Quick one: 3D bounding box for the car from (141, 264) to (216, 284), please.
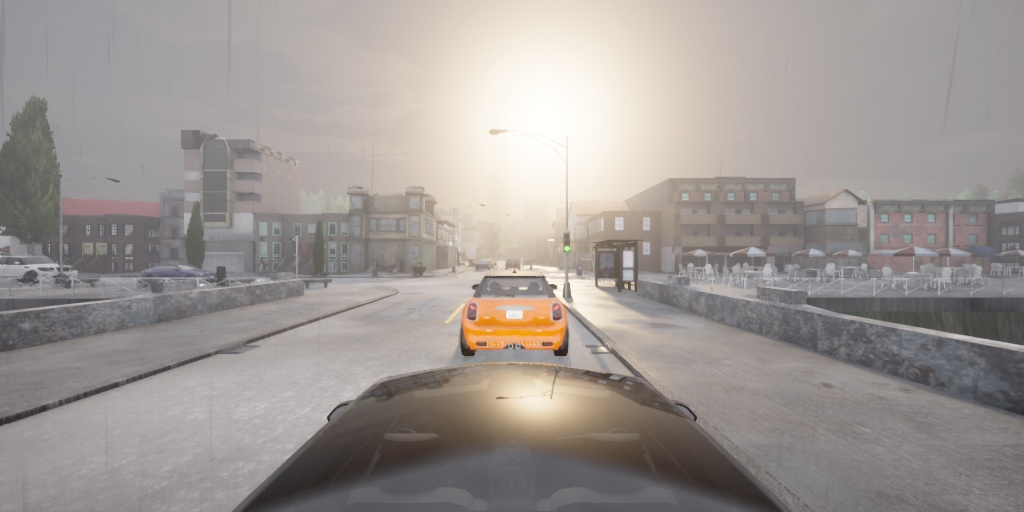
[{"bbox_3d":[-24.220,1.275,26.154,4.674,1.442,1.812,0,0,0],"label":"car"}]

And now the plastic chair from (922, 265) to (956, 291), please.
[{"bbox_3d":[23.702,1.279,19.896,0.750,1.272,0.730,0,0,0],"label":"plastic chair"}]

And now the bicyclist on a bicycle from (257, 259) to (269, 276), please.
[{"bbox_3d":[-24.013,1.097,34.550,0.582,1.620,1.656,0,0,0],"label":"bicyclist on a bicycle"}]

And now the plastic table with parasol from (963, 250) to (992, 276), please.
[{"bbox_3d":[30.514,0.674,25.074,2.482,2.480,2.482,0,0,0],"label":"plastic table with parasol"}]

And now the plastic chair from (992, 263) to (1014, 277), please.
[{"bbox_3d":[45.506,1.278,33.289,0.730,1.272,0.750,0,0,0],"label":"plastic chair"}]

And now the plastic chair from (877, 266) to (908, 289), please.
[{"bbox_3d":[22.603,1.279,21.297,0.730,1.272,0.750,0,0,0],"label":"plastic chair"}]

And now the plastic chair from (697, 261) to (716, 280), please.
[{"bbox_3d":[15.805,1.278,29.199,0.750,1.272,0.730,0,0,0],"label":"plastic chair"}]

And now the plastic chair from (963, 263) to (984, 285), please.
[{"bbox_3d":[30.503,1.278,23.794,0.750,1.272,0.730,0,0,0],"label":"plastic chair"}]

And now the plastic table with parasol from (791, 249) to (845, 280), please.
[{"bbox_3d":[22.905,0.674,27.446,2.482,2.480,2.482,0,0,0],"label":"plastic table with parasol"}]

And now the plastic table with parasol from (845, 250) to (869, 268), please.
[{"bbox_3d":[30.236,0.674,32.164,2.482,2.480,2.482,0,0,0],"label":"plastic table with parasol"}]

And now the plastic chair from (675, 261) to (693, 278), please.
[{"bbox_3d":[14.706,1.278,30.599,0.730,1.272,0.750,0,0,0],"label":"plastic chair"}]

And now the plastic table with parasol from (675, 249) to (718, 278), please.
[{"bbox_3d":[15.925,0.674,30.479,2.482,2.480,2.482,0,0,0],"label":"plastic table with parasol"}]

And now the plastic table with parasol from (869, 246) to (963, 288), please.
[{"bbox_3d":[23.803,0.675,21.246,2.482,2.480,2.482,0,0,0],"label":"plastic table with parasol"}]

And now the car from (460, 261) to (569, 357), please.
[{"bbox_3d":[0.064,1.101,8.713,2.097,1.767,4.553,0,0,0],"label":"car"}]

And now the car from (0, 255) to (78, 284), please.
[{"bbox_3d":[-35.384,0.972,26.161,5.566,2.045,2.150,0,0,0],"label":"car"}]

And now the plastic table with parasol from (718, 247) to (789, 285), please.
[{"bbox_3d":[15.173,0.674,22.659,2.482,2.480,2.482,0,0,0],"label":"plastic table with parasol"}]

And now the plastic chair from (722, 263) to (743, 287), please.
[{"bbox_3d":[13.903,1.278,22.799,0.730,1.272,0.750,0,0,0],"label":"plastic chair"}]

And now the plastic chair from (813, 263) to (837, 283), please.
[{"bbox_3d":[22.804,1.278,26.097,0.750,1.272,0.730,0,0,0],"label":"plastic chair"}]

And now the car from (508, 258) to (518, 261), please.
[{"bbox_3d":[0.108,1.100,53.616,2.097,1.767,4.553,0,0,0],"label":"car"}]

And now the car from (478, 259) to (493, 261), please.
[{"bbox_3d":[-4.088,1.226,51.021,1.882,1.535,5.008,0,0,0],"label":"car"}]

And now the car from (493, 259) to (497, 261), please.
[{"bbox_3d":[-4.068,1.225,60.671,1.882,1.535,5.008,0,0,0],"label":"car"}]

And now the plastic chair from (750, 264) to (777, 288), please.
[{"bbox_3d":[15.003,1.279,21.399,0.750,1.272,0.730,0,0,0],"label":"plastic chair"}]

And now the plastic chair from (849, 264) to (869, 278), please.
[{"bbox_3d":[29.906,1.278,30.794,0.750,1.272,0.730,0,0,0],"label":"plastic chair"}]

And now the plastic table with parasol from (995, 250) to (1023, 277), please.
[{"bbox_3d":[46.706,0.674,33.169,2.482,2.480,2.482,0,0,0],"label":"plastic table with parasol"}]

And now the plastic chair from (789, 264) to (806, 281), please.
[{"bbox_3d":[21.705,1.278,27.497,0.730,1.272,0.750,0,0,0],"label":"plastic chair"}]
